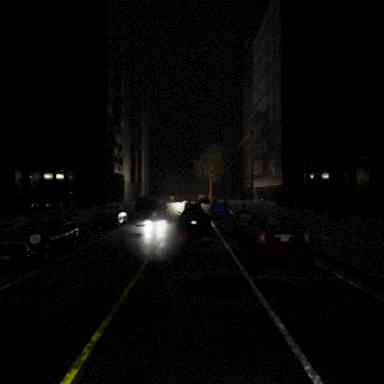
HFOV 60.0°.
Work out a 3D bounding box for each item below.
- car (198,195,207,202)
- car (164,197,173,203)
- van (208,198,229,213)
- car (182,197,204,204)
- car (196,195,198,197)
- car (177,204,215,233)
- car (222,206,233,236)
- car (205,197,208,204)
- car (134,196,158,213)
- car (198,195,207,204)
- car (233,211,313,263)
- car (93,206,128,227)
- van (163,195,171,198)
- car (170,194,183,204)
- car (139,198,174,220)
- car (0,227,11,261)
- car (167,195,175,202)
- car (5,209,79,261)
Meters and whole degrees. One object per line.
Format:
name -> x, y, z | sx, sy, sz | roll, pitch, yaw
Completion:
car -> 2.867, 1.635, 91.119 | 2.192, 1.841, 5.009 | 0, 0, 0
car -> -5.659, 1.836, 79.854 | 1.947, 1.339, 4.313 | 0, 0, 0
van -> 2.863, 1.484, 34.721 | 1.690, 1.788, 3.998 | 0, 0, 0
car -> 0.105, 1.629, 37.447 | 1.882, 1.535, 5.008 | 0, 0, 0
car -> 2.866, 1.610, 85.480 | 2.192, 1.841, 5.009 | 0, 0, 0
car -> 0.101, 1.653, 20.248 | 1.994, 1.385, 4.181 | 0, 0, 0
car -> 2.860, 1.661, 17.801 | 1.802, 1.307, 4.206 | 0, 0, 0
car -> 2.864, 1.685, 40.532 | 1.752, 1.417, 4.829 | 0, 0, 0
car -> -5.662, 1.475, 40.384 | 2.192, 1.841, 5.009 | 0, 0, 0
car -> 2.357, 1.735, 61.503 | 1.812, 1.442, 4.674 | 0, 0, 0
car -> 2.860, 1.495, 12.160 | 1.967, 1.590, 4.097 | 0, 0, 0
car -> -5.665, 1.653, 23.464 | 2.008, 1.369, 4.403 | 0, 0, 0
van -> -5.659, 1.590, 74.216 | 1.690, 1.788, 3.998 | 0, 0, 0
car -> -2.994, 1.696, 70.437 | 1.837, 1.490, 4.892 | 0, 0, 0
car -> -3.096, 1.618, 29.977 | 2.128, 1.511, 4.902 | 0, 0, 0
car -> -5.667, 1.612, 6.546 | 1.802, 1.307, 4.206 | 0, 0, 0
car -> -5.659, 1.761, 91.133 | 1.967, 1.590, 4.097 | 0, 0, 0
car -> -5.666, 1.495, 12.186 | 1.967, 1.590, 4.097 | 0, 0, 0
